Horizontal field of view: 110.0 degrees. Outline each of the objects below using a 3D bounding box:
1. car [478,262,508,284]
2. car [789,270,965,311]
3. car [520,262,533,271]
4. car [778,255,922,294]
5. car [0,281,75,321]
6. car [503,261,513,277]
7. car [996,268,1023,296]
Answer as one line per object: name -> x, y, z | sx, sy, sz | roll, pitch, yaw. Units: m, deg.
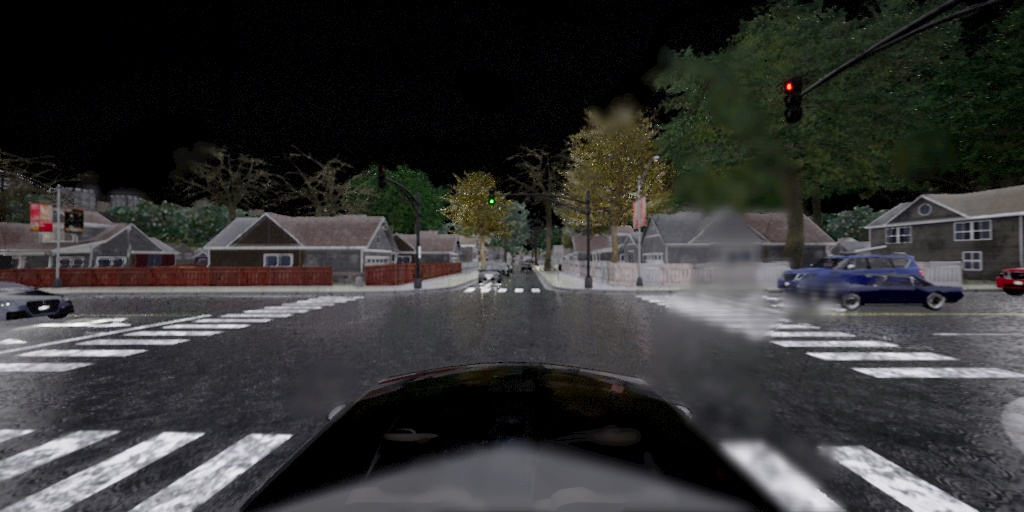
car -> -1.755, 1.502, 30.710 | 2.128, 1.511, 4.902 | 0, -1, 2
car -> 13.954, 1.336, 13.864 | 4.718, 1.301, 1.895 | 0, 0, 3
car -> 2.441, 1.789, 60.546 | 1.837, 1.490, 4.892 | 0, -1, 2
car -> 15.973, 0.967, 17.044 | 5.566, 2.045, 2.150 | 0, 0, 3
car -> -17.261, 1.527, 11.797 | 4.181, 1.385, 1.994 | 0, 0, 3
car -> -1.318, 1.457, 40.994 | 2.097, 1.767, 4.553 | 0, -1, 2
car -> 26.330, 0.886, 16.570 | 5.566, 2.045, 2.150 | 0, 0, 3
